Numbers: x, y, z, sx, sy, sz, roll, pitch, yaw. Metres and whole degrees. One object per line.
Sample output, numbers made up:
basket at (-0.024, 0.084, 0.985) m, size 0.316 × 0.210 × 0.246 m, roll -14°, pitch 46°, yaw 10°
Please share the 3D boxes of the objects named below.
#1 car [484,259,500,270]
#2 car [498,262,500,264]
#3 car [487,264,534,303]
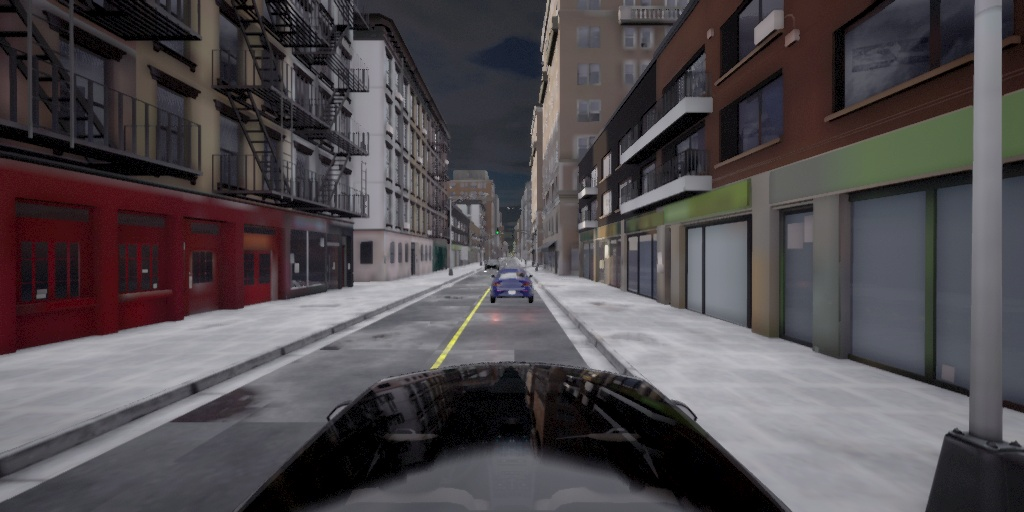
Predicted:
car at (-2.750, 1.149, 50.531) m, size 2.097 × 1.767 × 4.553 m, roll 0°, pitch 0°, yaw 0°
car at (0.000, 1.364, 31.531) m, size 1.895 × 1.301 × 4.718 m, roll 0°, pitch 0°, yaw 0°
car at (0.000, 1.281, 16.501) m, size 1.812 × 1.442 × 4.674 m, roll 0°, pitch 0°, yaw 0°
